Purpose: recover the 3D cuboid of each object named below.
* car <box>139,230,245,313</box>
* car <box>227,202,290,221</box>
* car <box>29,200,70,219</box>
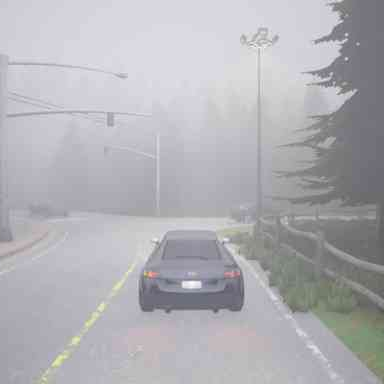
[{"bbox_3d":[-0.028,1.564,7.734,1.994,1.385,4.181,0,0,-1],"label":"car"},{"bbox_3d":[5.068,1.533,24.877,4.892,1.490,1.837,-1,0,-16],"label":"car"},{"bbox_3d":[-12.690,1.503,29.405,4.892,1.490,1.837,0,0,41],"label":"car"}]
